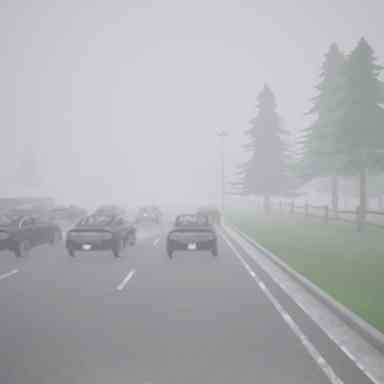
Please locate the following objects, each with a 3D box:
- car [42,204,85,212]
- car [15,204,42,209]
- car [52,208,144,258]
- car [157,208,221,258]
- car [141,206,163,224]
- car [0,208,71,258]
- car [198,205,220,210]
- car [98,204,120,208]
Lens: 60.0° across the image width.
[{"bbox_3d":[-10.481,1.803,28.491,2.128,1.511,4.902,0,0,0],"label":"car"},{"bbox_3d":[-13.975,1.796,29.238,1.882,1.535,5.008,0,0,0],"label":"car"},{"bbox_3d":[-3.484,1.641,13.489,2.128,1.511,4.902,0,0,0],"label":"car"},{"bbox_3d":[0.016,1.640,13.490,2.128,1.511,4.902,0,0,0],"label":"car"},{"bbox_3d":[-3.489,1.847,27.502,2.033,1.411,5.357,0,-1,0],"label":"car"},{"bbox_3d":[-6.984,1.641,13.489,2.128,1.511,4.902,0,0,0],"label":"car"},{"bbox_3d":[1.225,1.768,26.638,1.882,1.535,5.008,0,-1,0],"label":"car"},{"bbox_3d":[-6.981,1.817,28.490,1.837,1.490,4.892,0,0,0],"label":"car"}]
